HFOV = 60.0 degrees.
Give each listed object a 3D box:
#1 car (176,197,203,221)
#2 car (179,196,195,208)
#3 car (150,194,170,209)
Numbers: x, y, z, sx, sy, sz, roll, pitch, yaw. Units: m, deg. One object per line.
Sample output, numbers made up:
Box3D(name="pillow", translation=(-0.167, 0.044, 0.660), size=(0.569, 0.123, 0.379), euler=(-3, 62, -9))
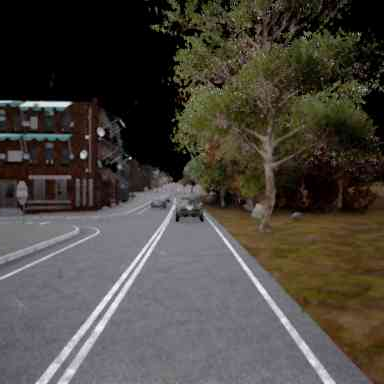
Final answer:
Box3D(name="car", translation=(-0.230, 1.274, 26.798), size=(2.097, 1.767, 4.553), euler=(0, 0, -1))
Box3D(name="car", translation=(-0.766, 1.347, 44.912), size=(2.033, 1.411, 5.357), euler=(0, 1, -2))
Box3D(name="car", translation=(-4.086, 1.337, 41.320), size=(1.837, 1.490, 4.892), euler=(0, 1, -2))
